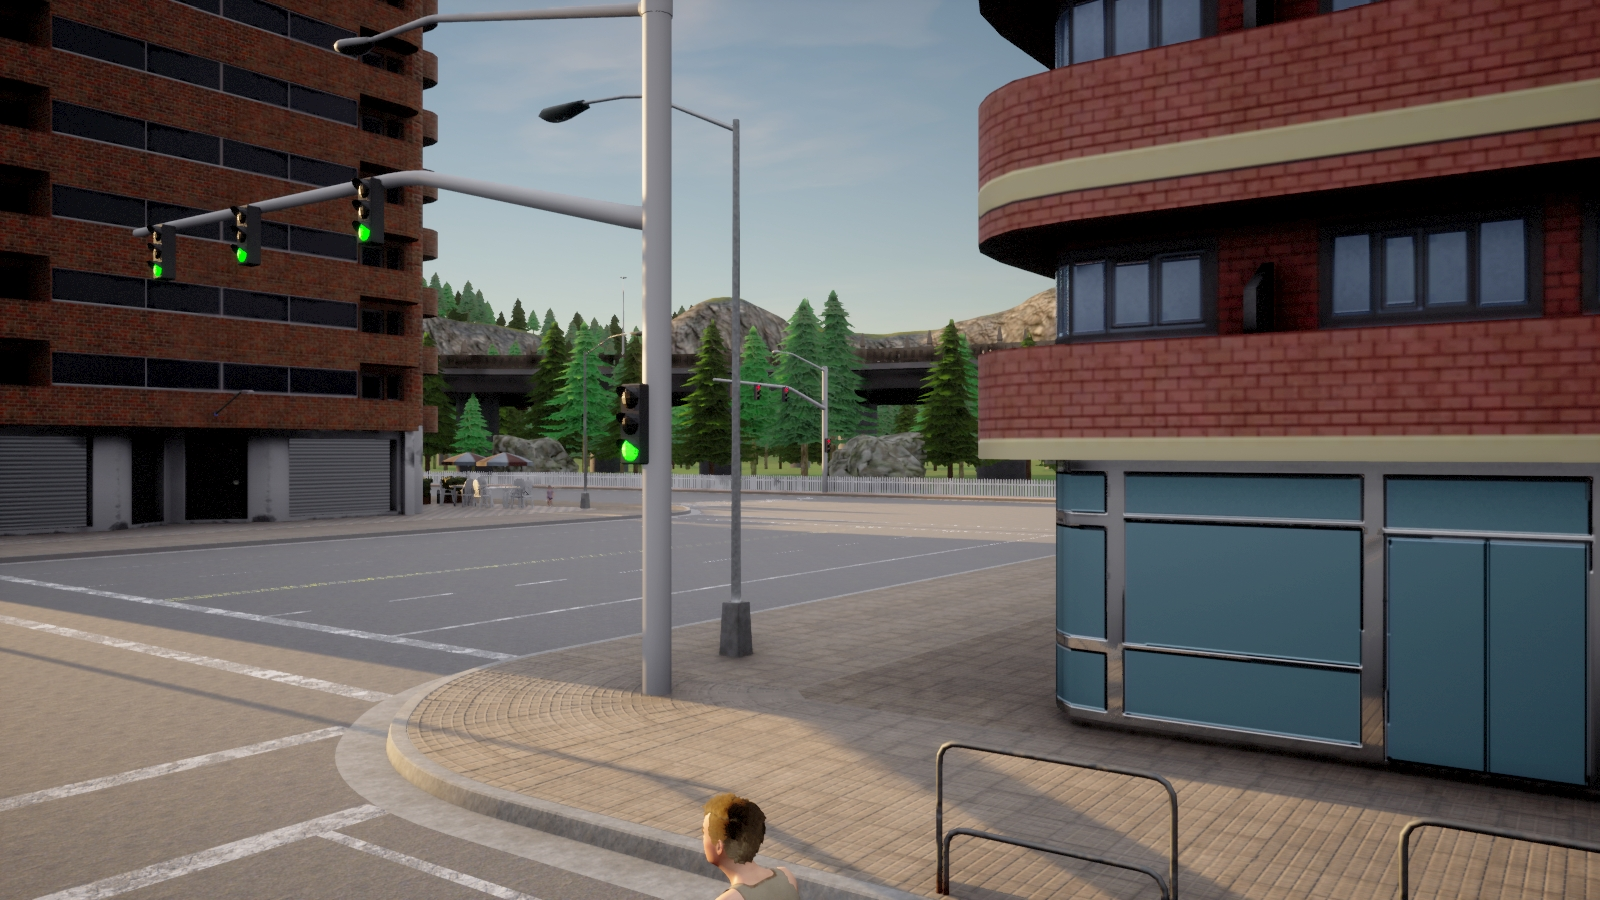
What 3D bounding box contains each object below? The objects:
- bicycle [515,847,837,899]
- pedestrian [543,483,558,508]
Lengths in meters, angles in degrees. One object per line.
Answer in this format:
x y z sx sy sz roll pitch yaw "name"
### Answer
-0.301 2.233 4.022 1.487 1.126 0.859 0 0 35 "bicycle"
-11.018 2.020 50.518 0.500 1.100 0.500 0 0 13 "pedestrian"
